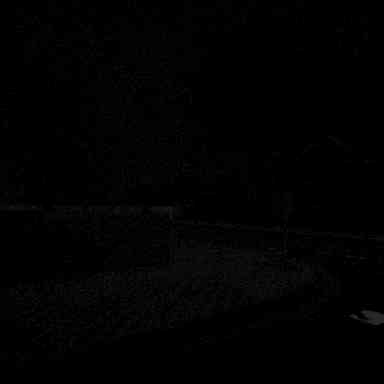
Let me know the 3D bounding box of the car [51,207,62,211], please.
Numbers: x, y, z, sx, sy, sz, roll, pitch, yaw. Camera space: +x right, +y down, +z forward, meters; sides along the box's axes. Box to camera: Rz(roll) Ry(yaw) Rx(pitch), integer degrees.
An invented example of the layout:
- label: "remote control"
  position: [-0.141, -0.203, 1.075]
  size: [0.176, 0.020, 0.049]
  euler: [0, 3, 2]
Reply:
- label: "car"
  position: [-19.315, 2.815, 46.354]
  size: [1.837, 1.490, 4.892]
  euler: [1, -2, -39]
